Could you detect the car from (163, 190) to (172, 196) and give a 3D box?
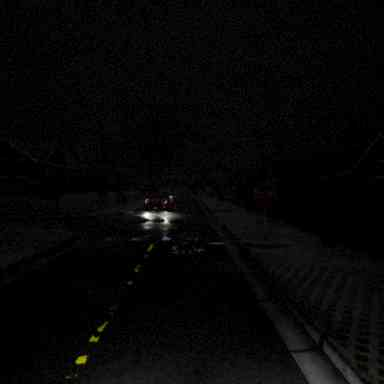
[{"bbox_3d":[-5.691,0.200,77.565,1.812,1.442,4.674,0,1,-8],"label":"car"}]

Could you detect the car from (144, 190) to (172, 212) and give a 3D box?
[{"bbox_3d":[-3.125,0.783,30.571,2.097,1.767,4.553,0,0,0],"label":"car"}]
